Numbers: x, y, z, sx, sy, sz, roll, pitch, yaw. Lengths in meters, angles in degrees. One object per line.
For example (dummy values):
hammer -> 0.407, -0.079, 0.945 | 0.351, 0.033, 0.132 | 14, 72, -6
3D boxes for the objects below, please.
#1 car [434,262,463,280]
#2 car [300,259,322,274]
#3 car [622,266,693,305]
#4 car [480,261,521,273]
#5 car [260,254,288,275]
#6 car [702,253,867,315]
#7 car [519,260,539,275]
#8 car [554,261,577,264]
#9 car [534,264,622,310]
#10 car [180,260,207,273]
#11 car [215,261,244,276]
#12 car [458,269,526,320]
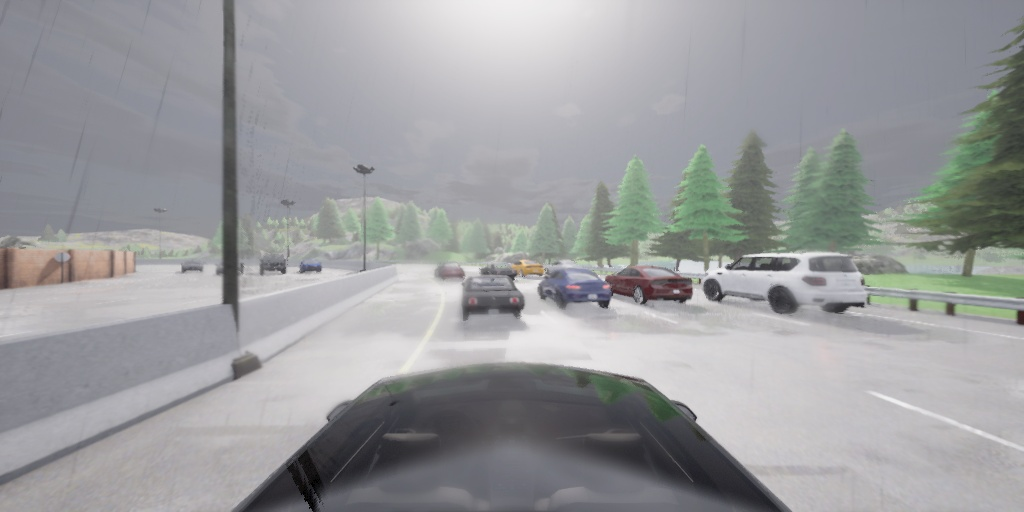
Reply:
car -> -5.231, 1.203, 29.761 | 1.994, 1.385, 4.181 | 0, 0, -21
car -> -22.563, 1.101, 40.206 | 1.882, 1.535, 5.008 | 0, 0, -34
car -> 5.715, 1.158, 15.738 | 1.882, 1.535, 5.008 | 0, 0, -9
car -> -1.194, 1.237, 28.919 | 1.895, 1.301, 4.718 | 0, 0, -19
car -> -25.228, 0.858, 38.010 | 2.150, 2.045, 5.566 | 0, 0, -34
car -> 9.651, 0.908, 13.393 | 2.150, 2.045, 5.566 | 0, 1, -7
car -> 1.153, 1.094, 32.591 | 1.882, 1.535, 5.008 | 0, 0, -21
car -> 4.743, 1.134, 32.959 | 1.812, 1.442, 4.674 | 0, 0, -20
car -> 2.398, 1.218, 14.398 | 1.812, 1.442, 4.674 | 0, 0, -9
car -> -35.972, 1.151, 40.483 | 1.837, 1.490, 4.892 | 0, 0, -42
car -> -27.574, 1.158, 35.161 | 1.837, 1.490, 4.892 | 0, 0, -34
car -> -0.824, 1.306, 12.486 | 1.895, 1.301, 4.718 | 0, 0, -8
